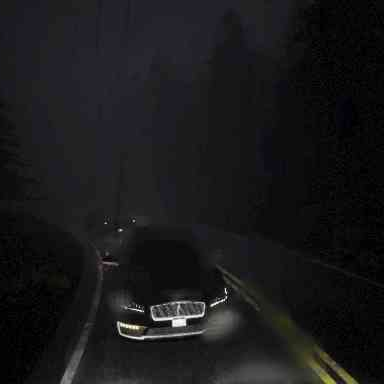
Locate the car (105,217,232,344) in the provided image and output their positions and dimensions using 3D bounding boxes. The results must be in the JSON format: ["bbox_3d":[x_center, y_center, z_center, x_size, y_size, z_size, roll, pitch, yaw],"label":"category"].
[{"bbox_3d":[-0.648,1.495,6.820,1.837,1.490,4.892,-1,0,-11],"label":"car"}]

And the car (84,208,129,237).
[{"bbox_3d":[-4.643,1.612,18.557,1.895,1.301,4.718,-3,1,-29],"label":"car"}]
